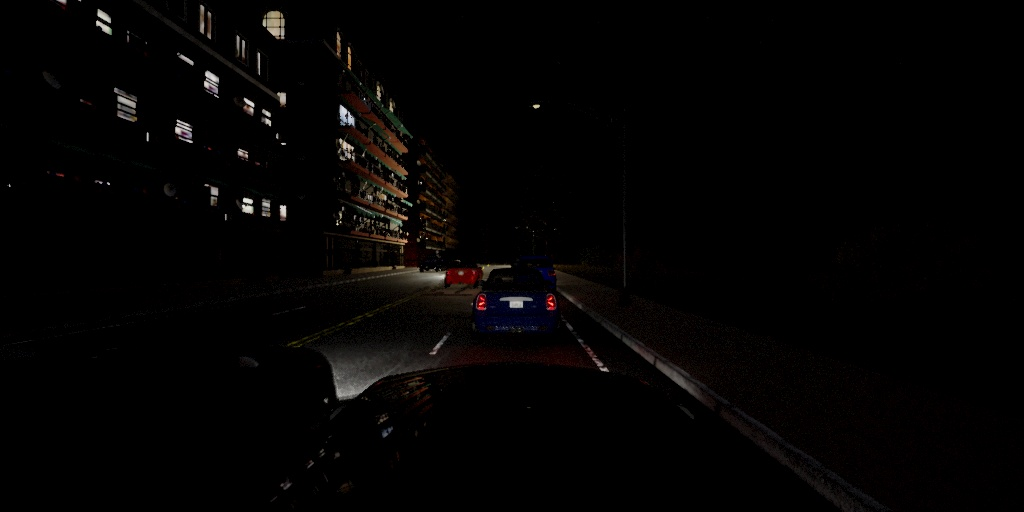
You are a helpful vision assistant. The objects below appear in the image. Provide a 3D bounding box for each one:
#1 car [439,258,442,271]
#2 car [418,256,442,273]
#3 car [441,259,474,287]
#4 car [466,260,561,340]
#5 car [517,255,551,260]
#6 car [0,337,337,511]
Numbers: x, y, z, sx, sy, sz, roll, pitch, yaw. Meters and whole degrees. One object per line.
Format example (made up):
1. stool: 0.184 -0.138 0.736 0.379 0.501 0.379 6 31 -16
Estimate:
1. car: -6.608 1.243 41.240 2.128 1.511 4.902 0 0 0
2. car: -9.858 0.973 44.251 2.150 2.045 5.566 0 0 0
3. car: -3.161 1.103 24.322 2.097 1.767 4.553 0 0 0
4. car: 0.095 1.103 10.150 2.097 1.767 4.553 0 0 0
5. car: 1.132 0.977 19.725 2.150 2.045 5.566 0 0 0
6. car: -3.153 1.314 2.741 1.994 1.385 4.181 0 0 0
